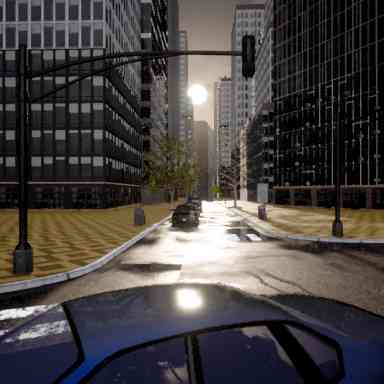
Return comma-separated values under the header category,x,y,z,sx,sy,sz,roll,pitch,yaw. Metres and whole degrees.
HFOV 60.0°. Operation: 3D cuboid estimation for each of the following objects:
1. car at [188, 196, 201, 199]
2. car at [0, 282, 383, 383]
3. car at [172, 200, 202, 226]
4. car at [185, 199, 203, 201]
category,x,y,z,sx,sy,sz,roll,pitch,yaw
car,0.311,1.554,46.281,2.150,2.045,5.566,0,0,2
car,-0.411,1.561,2.585,5.357,1.411,2.033,0,0,-27
car,-0.433,1.654,25.415,1.882,1.535,5.008,0,0,2
car,-0.068,1.777,35.628,1.812,1.442,4.674,0,0,2
